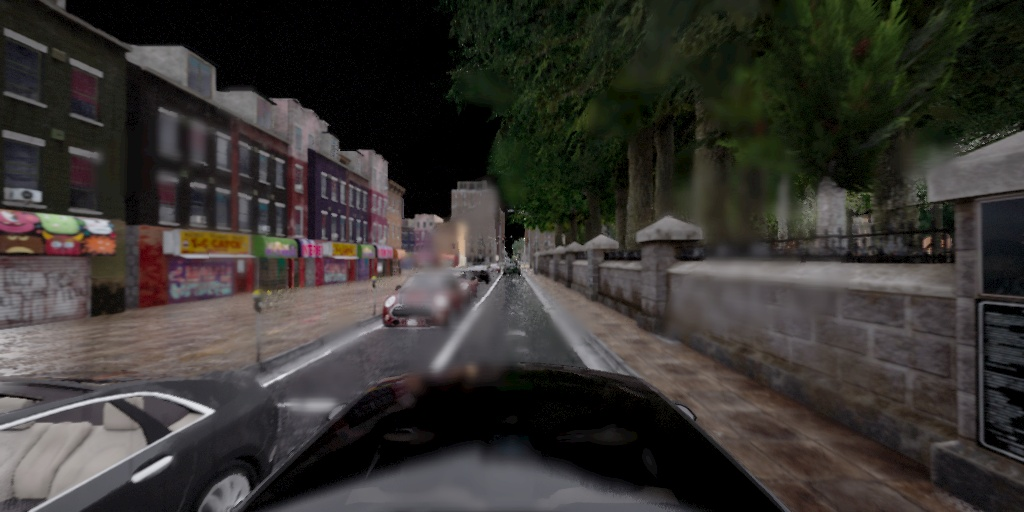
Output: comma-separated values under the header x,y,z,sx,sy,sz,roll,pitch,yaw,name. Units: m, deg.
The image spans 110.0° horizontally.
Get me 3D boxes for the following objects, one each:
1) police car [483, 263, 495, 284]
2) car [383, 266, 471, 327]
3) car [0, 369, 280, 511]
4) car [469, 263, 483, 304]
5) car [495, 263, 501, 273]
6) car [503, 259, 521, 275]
x,y,z,sx,sy,sz,roll,pitch,yaw,name
-2.758,1.423,29.882,1.930,1.638,5.238,0,-1,0,police car
-2.651,1.276,11.574,1.967,1.591,4.097,0,0,0,car
-2.651,1.294,1.035,2.007,1.370,4.403,0,0,0,car
-2.651,1.322,16.845,1.967,1.591,4.097,0,0,0,car
-2.652,1.786,53.464,1.802,1.307,4.207,0,0,0,car
0.009,1.505,45.502,2.097,1.767,4.553,0,0,1,car
